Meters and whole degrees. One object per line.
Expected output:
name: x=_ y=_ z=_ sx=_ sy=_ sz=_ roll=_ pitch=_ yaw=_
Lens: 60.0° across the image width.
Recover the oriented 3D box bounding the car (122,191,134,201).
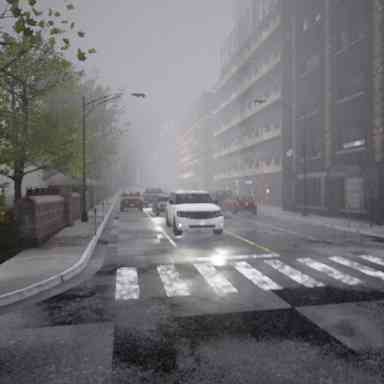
car: x=-10.046 y=0.574 z=52.153 sx=1.752 sy=1.417 sz=4.829 roll=1 pitch=1 yaw=-12

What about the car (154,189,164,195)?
car: x=-8.603 y=-0.053 z=86.464 sx=1.947 sy=1.339 sz=4.313 roll=1 pitch=1 yaw=-12

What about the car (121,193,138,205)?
car: x=-7.839 y=0.812 z=41.505 sx=1.947 sy=1.339 sz=4.313 roll=1 pitch=1 yaw=-12

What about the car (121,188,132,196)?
car: x=-14.562 y=-0.040 z=73.946 sx=2.192 sy=1.841 sz=5.009 roll=1 pitch=1 yaw=-12

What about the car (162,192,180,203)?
car: x=-3.040 y=0.731 z=46.592 sx=1.895 sy=1.301 sz=4.718 roll=0 pitch=1 yaw=-11

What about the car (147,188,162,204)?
car: x=-4.283 y=0.539 z=37.113 sx=2.150 sy=2.045 sz=5.566 roll=0 pitch=1 yaw=-11

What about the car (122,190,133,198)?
car: x=-12.323 y=0.396 z=63.134 sx=2.008 sy=1.369 sz=4.403 roll=1 pitch=1 yaw=-12

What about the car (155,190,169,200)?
car: x=-5.097 y=0.456 z=56.240 sx=1.837 sy=1.490 sz=4.892 roll=0 pitch=1 yaw=-12

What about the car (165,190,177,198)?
car: x=-4.152 y=0.304 z=65.000 sx=1.752 sy=1.417 sz=4.829 roll=1 pitch=1 yaw=-12

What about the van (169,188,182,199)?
van: x=-2.993 y=0.223 z=59.424 sx=1.690 sy=1.788 sz=3.998 roll=1 pitch=1 yaw=-12

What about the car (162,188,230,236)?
car: x=-0.043 y=0.917 z=16.765 sx=2.150 sy=2.045 sz=5.566 roll=0 pitch=1 yaw=-10

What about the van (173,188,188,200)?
van: x=-1.872 y=0.324 z=54.017 sx=1.690 sy=1.788 sz=3.998 roll=1 pitch=1 yaw=-12

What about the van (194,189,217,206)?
van: x=1.492 y=0.625 z=37.793 sx=1.690 sy=1.788 sz=3.998 roll=1 pitch=1 yaw=-12

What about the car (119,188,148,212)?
car: x=-5.592 y=0.762 z=30.686 sx=2.192 sy=1.841 sz=5.009 roll=1 pitch=1 yaw=-12

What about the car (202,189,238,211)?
car: x=2.613 y=0.699 z=32.385 sx=2.192 sy=1.841 sz=5.009 roll=1 pitch=1 yaw=-12

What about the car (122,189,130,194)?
car: x=-17.929 y=-0.090 z=90.172 sx=1.947 sy=1.339 sz=4.313 roll=1 pitch=1 yaw=-12

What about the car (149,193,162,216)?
car: x=-2.138 y=1.037 z=26.713 sx=1.812 sy=1.442 sz=4.674 roll=0 pitch=1 yaw=-12

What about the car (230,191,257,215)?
car: x=3.733 y=0.924 z=26.980 sx=1.967 sy=1.590 sz=4.097 roll=1 pitch=1 yaw=-12
